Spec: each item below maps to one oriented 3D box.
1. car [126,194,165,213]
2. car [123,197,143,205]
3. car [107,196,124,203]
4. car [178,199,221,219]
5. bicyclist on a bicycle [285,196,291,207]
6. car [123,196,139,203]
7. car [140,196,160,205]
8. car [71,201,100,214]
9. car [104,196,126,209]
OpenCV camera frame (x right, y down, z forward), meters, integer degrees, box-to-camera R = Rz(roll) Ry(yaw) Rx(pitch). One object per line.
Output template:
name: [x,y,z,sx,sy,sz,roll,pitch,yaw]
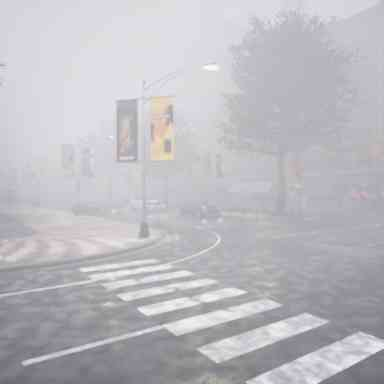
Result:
car: [-5.276,1.294,38.817,2.150,2.045,5.566,0,0,-34]
car: [-10.966,1.648,61.568,1.812,1.442,4.674,0,0,-34]
car: [-15.909,1.575,68.829,1.895,1.301,4.718,0,0,-34]
car: [0.608,1.395,30.164,2.097,1.767,4.553,0,0,-34]
bicyclist on a bicycle: [13.229,1.330,46.248,1.656,1.620,0.582,0,0,-34]
car: [-12.999,1.527,70.773,1.994,1.385,4.181,0,0,-34]
car: [-8.073,1.595,63.537,1.882,1.535,5.008,0,0,-34]
car: [-11.654,1.683,36.365,1.895,1.301,4.718,0,0,-34]
car: [-11.037,1.628,47.301,1.812,1.442,4.674,0,0,-34]
